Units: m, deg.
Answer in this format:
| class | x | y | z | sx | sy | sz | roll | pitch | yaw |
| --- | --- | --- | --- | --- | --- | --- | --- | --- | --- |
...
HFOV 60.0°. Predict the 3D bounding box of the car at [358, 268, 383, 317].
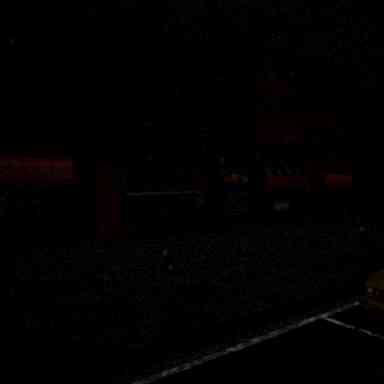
| class | x | y | z | sx | sy | sz | roll | pitch | yaw |
| --- | --- | --- | --- | --- | --- | --- | --- | --- | --- |
| car | 5.048 | 1.527 | 6.439 | 4.829 | 1.417 | 1.752 | 0 | -1 | -35 |
